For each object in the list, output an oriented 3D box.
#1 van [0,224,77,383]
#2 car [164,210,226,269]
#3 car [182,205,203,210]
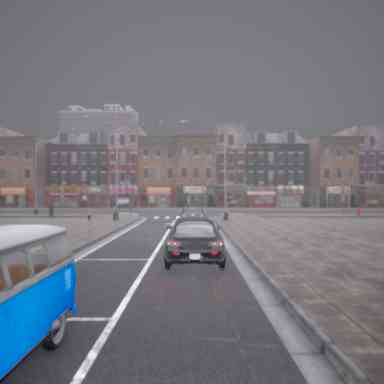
[{"bbox_3d":[-2.650,1.357,3.650,1.690,1.788,3.998,-1,0,0],"label":"van"},{"bbox_3d":[0.085,1.573,11.255,1.812,1.442,4.674,0,0,0],"label":"car"},{"bbox_3d":[0.043,1.652,24.571,2.033,1.411,5.357,0,0,-1],"label":"car"}]
